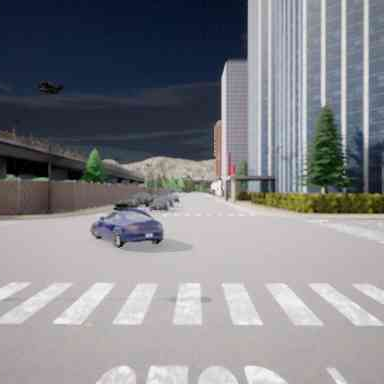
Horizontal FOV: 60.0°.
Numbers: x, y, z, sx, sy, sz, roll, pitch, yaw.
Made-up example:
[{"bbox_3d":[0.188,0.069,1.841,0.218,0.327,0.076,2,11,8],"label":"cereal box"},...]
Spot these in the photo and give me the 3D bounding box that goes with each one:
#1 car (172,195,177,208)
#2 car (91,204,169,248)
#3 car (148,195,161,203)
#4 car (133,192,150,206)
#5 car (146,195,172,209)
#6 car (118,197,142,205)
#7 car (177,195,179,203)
[{"bbox_3d":[-3.504,1.356,46.033,1.837,1.490,4.892,0,1,0],"label":"car"},{"bbox_3d":[-2.901,1.482,14.574,1.812,1.442,4.674,1,0,-33],"label":"car"},{"bbox_3d":[-6.894,1.366,61.901,1.994,1.385,4.181,0,0,1],"label":"car"},{"bbox_3d":[-7.004,1.071,46.849,2.150,2.045,5.566,0,0,1],"label":"car"},{"bbox_3d":[-3.522,1.387,36.761,1.837,1.490,4.892,0,0,0],"label":"car"},{"bbox_3d":[-7.058,1.485,36.075,1.895,1.301,4.718,0,0,1],"label":"car"},{"bbox_3d":[-3.392,1.276,62.945,1.882,1.535,5.008,0,0,0],"label":"car"}]
